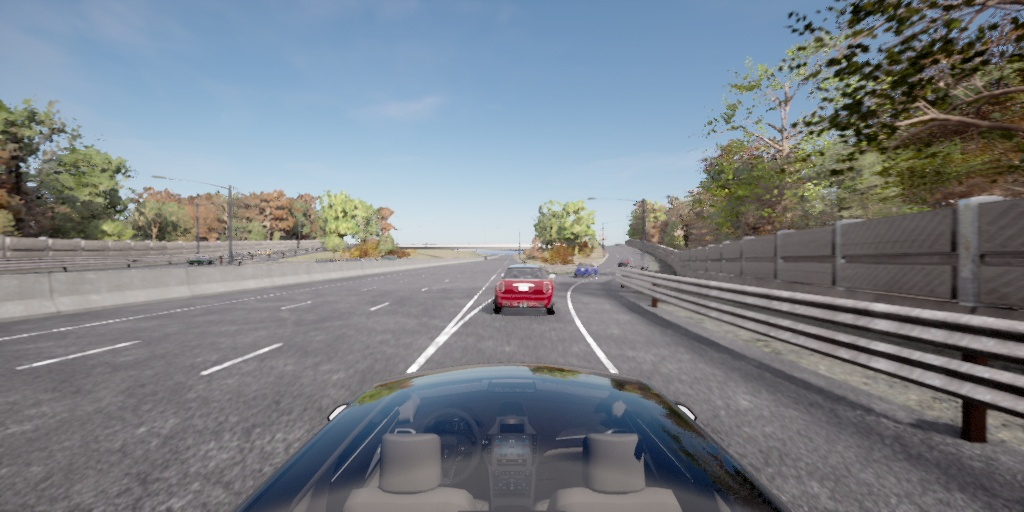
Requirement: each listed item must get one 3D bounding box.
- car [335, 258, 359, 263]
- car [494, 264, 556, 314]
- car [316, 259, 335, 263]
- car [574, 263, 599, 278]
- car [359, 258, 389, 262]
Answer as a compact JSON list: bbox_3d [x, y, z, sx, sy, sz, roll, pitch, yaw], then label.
[{"bbox_3d":[-24.565,1.125,55.027,2.097,1.767,4.553,0,0,1],"label":"car"},{"bbox_3d":[0.626,1.109,14.135,2.097,1.767,4.553,0,0,6],"label":"car"},{"bbox_3d":[-28.071,1.276,54.137,1.837,1.490,4.892,0,0,1],"label":"car"},{"bbox_3d":[9.101,1.665,43.448,2.097,1.767,4.553,0,-1,25],"label":"car"},{"bbox_3d":[-21.063,1.375,54.990,1.895,1.301,4.718,0,0,1],"label":"car"}]
